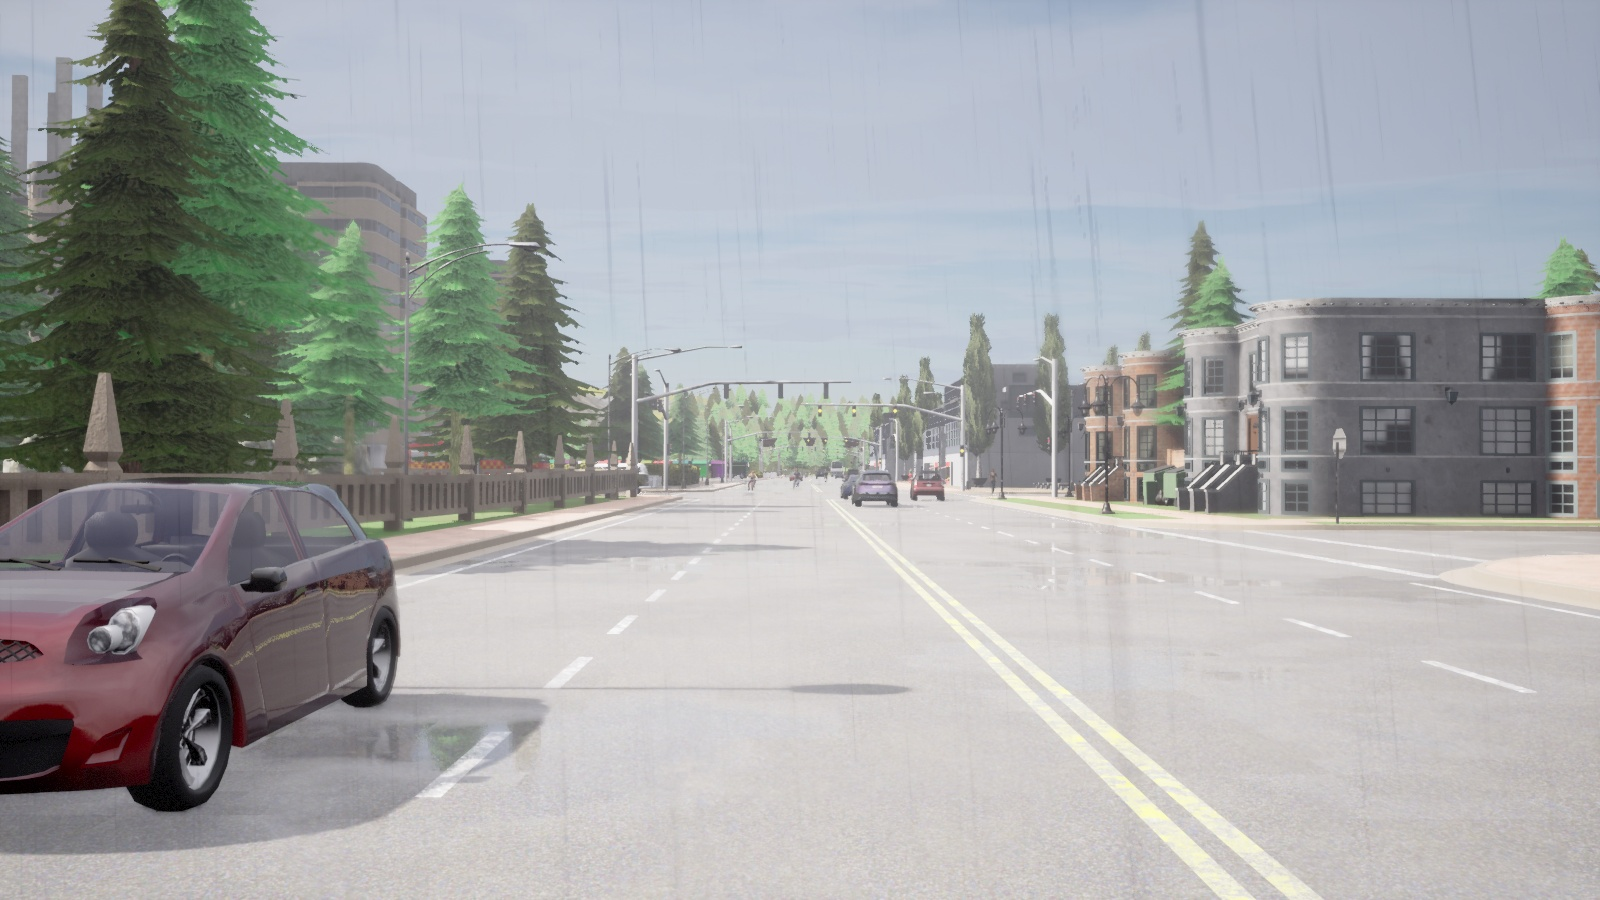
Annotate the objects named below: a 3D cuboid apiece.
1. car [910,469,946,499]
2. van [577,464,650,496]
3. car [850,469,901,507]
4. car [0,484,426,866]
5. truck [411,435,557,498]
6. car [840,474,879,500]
[{"bbox_3d":[6.989,1.836,68.731,1.851,1.617,3.988,0,-1,4],"label":"car"},{"bbox_3d":[-12.229,1.969,82.508,4.480,2.038,2.069,0,-1,3],"label":"van"},{"bbox_3d":[3.372,1.687,57.028,2.033,1.649,4.856,0,-1,0],"label":"car"},{"bbox_3d":[-3.515,0.958,6.892,1.845,1.501,3.633,0,-1,0],"label":"car"},{"bbox_3d":[-19.815,1.053,79.054,8.468,3.827,2.891,0,-1,0],"label":"truck"},{"bbox_3d":[3.342,2.052,70.838,1.994,1.385,4.181,0,-1,0],"label":"car"}]
